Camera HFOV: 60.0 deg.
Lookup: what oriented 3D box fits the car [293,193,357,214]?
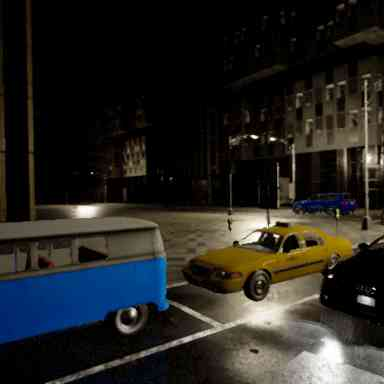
[{"bbox_3d":[11.861,1.127,30.041,2.150,2.045,5.566,-1,0,-36],"label":"car"}]

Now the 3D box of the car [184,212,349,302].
[{"bbox_3d":[2.045,1.441,8.082,4.829,1.417,1.752,-1,0,-36],"label":"car"}]

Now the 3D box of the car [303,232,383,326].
[{"bbox_3d":[4.296,1.467,6.293,4.181,1.385,1.994,-1,0,-36],"label":"car"}]

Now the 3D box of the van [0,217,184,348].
[{"bbox_3d":[-2.301,1.333,4.951,3.998,1.788,1.690,-1,0,-36],"label":"van"}]
